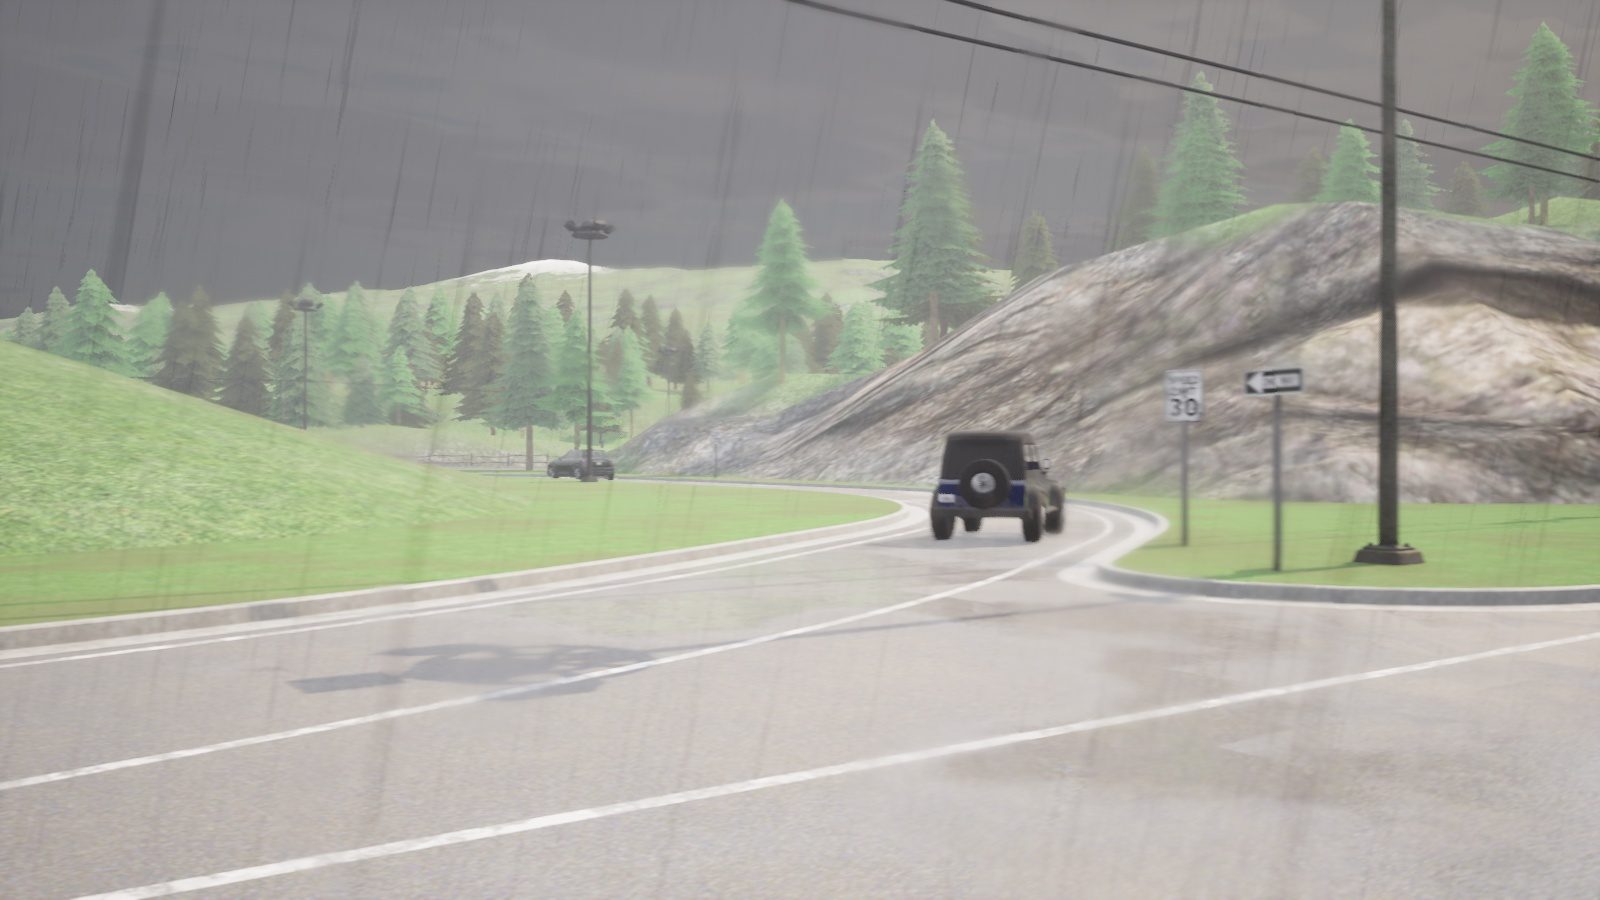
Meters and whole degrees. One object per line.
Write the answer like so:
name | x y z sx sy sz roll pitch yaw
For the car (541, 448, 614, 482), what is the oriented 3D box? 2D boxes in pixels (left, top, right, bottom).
car | -12.169 0.798 68.477 2.097 1.767 4.553 0 0 -38

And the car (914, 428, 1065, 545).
car | 3.469 0.589 22.375 1.905 1.878 3.866 0 0 20
